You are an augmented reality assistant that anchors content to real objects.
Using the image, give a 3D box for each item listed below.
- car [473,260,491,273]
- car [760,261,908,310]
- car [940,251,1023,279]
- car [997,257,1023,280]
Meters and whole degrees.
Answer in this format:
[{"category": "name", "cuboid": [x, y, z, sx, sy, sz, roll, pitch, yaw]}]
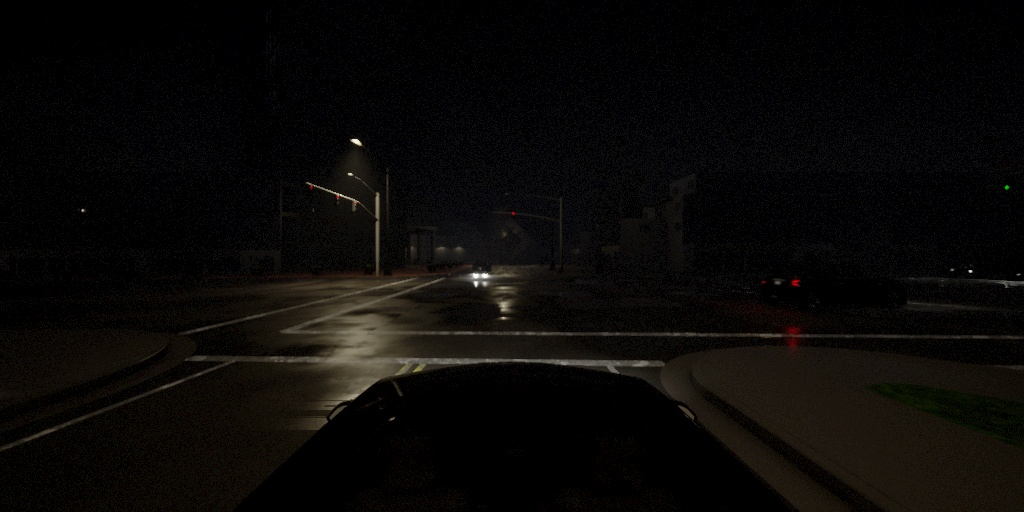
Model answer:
[{"category": "car", "cuboid": [-3.562, 1.209, 43.087, 2.128, 1.511, 4.902, 0, 0, 0]}, {"category": "car", "cuboid": [12.537, 1.067, 14.120, 4.553, 1.767, 2.097, 0, 0, -1]}, {"category": "car", "cuboid": [37.695, 0.688, 28.467, 5.566, 2.045, 2.150, -1, 0, 0]}, {"category": "car", "cuboid": [37.678, 0.975, 24.966, 4.892, 1.490, 1.837, -1, 0, 0]}]
